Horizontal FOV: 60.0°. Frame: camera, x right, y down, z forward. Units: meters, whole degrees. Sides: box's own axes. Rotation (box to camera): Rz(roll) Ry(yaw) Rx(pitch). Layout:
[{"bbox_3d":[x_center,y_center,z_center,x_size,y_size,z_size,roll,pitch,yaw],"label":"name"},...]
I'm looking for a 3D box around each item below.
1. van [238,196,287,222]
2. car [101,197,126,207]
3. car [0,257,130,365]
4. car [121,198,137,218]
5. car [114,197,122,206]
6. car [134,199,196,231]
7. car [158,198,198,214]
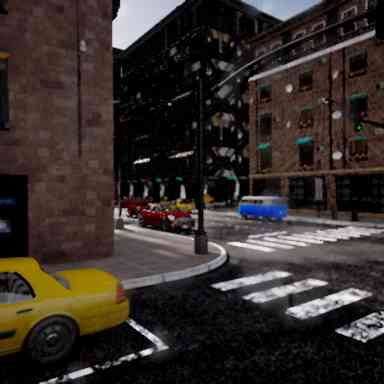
[{"bbox_3d":[5.237,1.247,25.171,1.690,1.788,3.998,-1,0,-36],"label":"van"},{"bbox_3d":[-11.419,1.430,48.061,1.887,1.381,4.507,-1,0,-36],"label":"car"},{"bbox_3d":[-3.238,1.526,4.255,4.829,1.417,1.752,0,0,-36],"label":"car"},{"bbox_3d":[-3.891,1.473,27.874,1.812,1.442,4.674,-1,0,-36],"label":"car"},{"bbox_3d":[-8.088,1.430,43.483,1.887,1.381,4.507,-1,0,-36],"label":"car"},{"bbox_3d":[-1.550,1.422,20.256,1.967,1.590,4.097,-1,0,-36],"label":"car"},{"bbox_3d":[-1.526,1.416,34.465,1.752,1.417,4.829,-1,0,-36],"label":"car"}]
